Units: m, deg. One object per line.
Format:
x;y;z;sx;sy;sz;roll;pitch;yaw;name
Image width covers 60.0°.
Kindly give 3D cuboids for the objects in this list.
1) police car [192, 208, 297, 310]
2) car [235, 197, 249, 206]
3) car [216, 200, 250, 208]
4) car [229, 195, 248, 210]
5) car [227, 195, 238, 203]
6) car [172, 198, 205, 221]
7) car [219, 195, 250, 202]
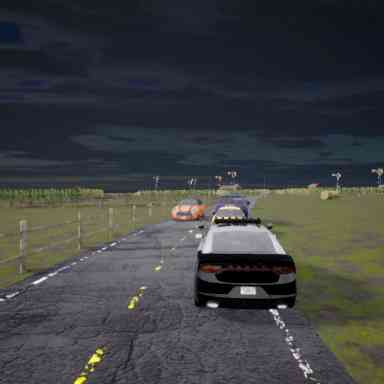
1.087;1.423;8.071;1.930;1.638;5.238;0;0;4;police car
8.118;1.506;53.628;1.994;1.385;4.181;0;0;12;car
2.048;1.443;17.952;1.801;1.575;5.366;0;0;7;car
6.190;1.308;43.886;2.097;1.767;4.553;0;0;12;car
8.082;1.450;66.808;1.812;1.442;4.674;0;0;12;car
-0.182;1.332;26.756;2.097;1.767;4.553;0;0;10;car
2.915;1.206;23.636;2.150;2.045;5.566;0;0;10;car
